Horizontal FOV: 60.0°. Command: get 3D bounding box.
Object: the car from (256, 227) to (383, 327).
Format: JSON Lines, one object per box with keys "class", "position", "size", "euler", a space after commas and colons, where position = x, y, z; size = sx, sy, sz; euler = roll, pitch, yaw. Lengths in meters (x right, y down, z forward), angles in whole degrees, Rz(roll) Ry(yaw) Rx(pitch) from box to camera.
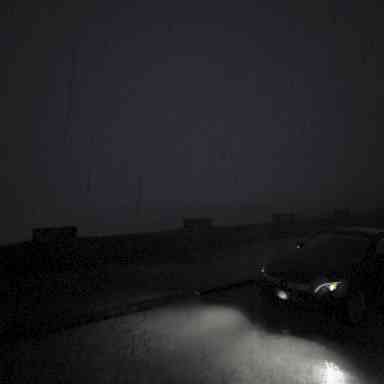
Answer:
{"class": "car", "position": [3.439, 1.520, 7.170], "size": [4.674, 1.442, 1.812], "euler": [0, 0, -37]}
